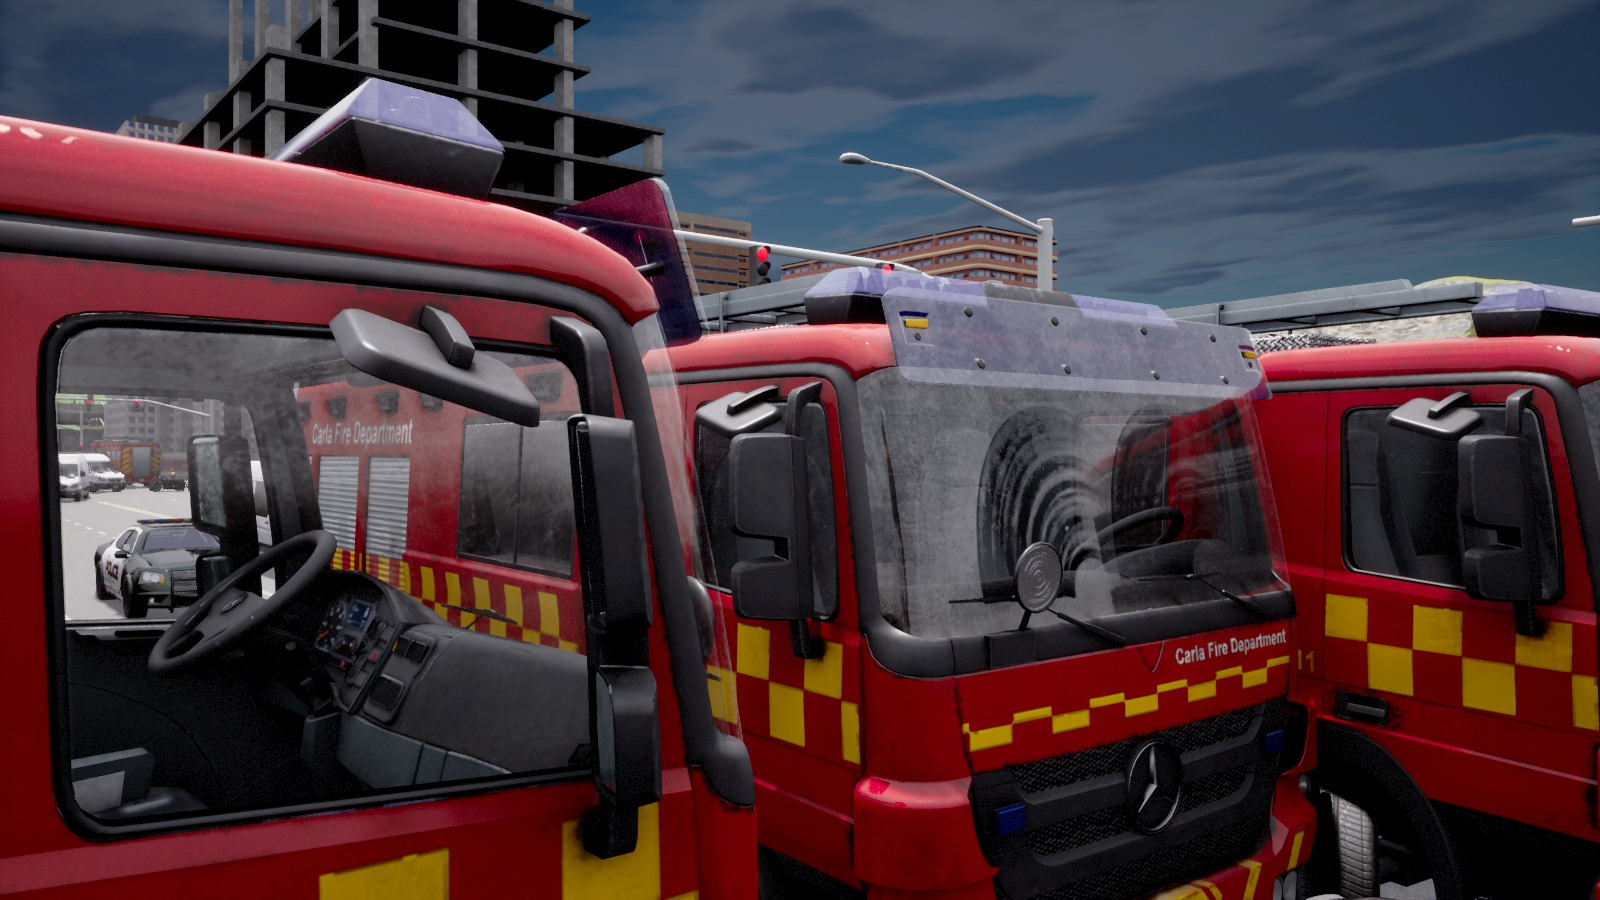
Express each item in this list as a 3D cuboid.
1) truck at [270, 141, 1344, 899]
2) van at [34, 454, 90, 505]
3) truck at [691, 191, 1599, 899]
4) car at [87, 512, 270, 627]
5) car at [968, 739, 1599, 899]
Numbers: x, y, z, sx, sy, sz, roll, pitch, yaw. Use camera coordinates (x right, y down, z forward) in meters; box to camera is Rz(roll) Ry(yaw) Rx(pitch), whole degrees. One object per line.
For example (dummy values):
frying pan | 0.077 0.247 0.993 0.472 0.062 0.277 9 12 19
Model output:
truck | -1.099 0.890 8.003 2.891 3.827 8.468 0 0 -38
van | -40.119 1.522 62.231 1.988 2.561 5.915 -1 1 -27
truck | 2.348 0.890 8.605 2.891 3.827 8.468 0 0 -31
car | -11.386 2.037 20.746 2.038 1.542 4.974 0 0 -39
car | 2.437 2.065 3.109 1.970 1.475 3.806 0 0 -30
